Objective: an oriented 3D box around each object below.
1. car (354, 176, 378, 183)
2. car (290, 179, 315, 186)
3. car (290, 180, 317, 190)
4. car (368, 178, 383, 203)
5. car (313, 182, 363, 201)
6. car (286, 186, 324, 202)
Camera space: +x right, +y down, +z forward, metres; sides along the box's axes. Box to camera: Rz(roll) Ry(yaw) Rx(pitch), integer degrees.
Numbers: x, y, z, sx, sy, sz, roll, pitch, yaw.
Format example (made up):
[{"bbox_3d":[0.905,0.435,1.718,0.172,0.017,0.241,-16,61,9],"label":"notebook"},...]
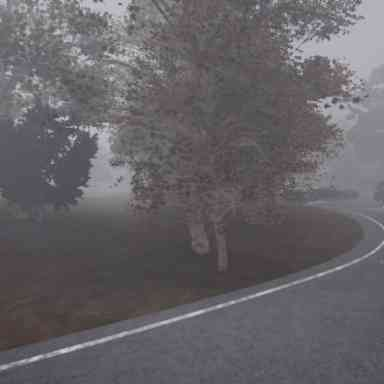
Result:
[{"bbox_3d":[32.798,-2.235,62.591,4.553,1.767,2.097,-3,2,5],"label":"car"},{"bbox_3d":[18.634,-1.227,57.191,5.566,2.045,2.150,-6,3,-42],"label":"car"},{"bbox_3d":[21.243,-1.413,63.190,5.008,1.535,1.882,-5,3,-30],"label":"car"},{"bbox_3d":[18.379,-0.013,27.923,5.566,2.045,2.150,-2,3,40],"label":"car"},{"bbox_3d":[15.569,0.073,36.075,1.882,1.535,5.008,-5,3,-25],"label":"car"},{"bbox_3d":[11.982,0.338,36.701,1.994,1.385,4.181,-4,2,-20],"label":"car"}]
